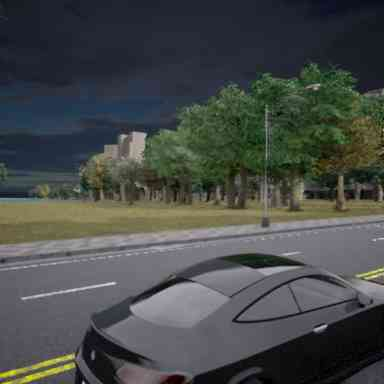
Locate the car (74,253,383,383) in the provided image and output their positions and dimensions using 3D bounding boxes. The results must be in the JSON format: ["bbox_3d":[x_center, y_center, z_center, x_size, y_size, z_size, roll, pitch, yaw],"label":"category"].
[{"bbox_3d":[0.991,1.527,4.165,4.674,1.442,1.812,0,0,-36],"label":"car"}]
